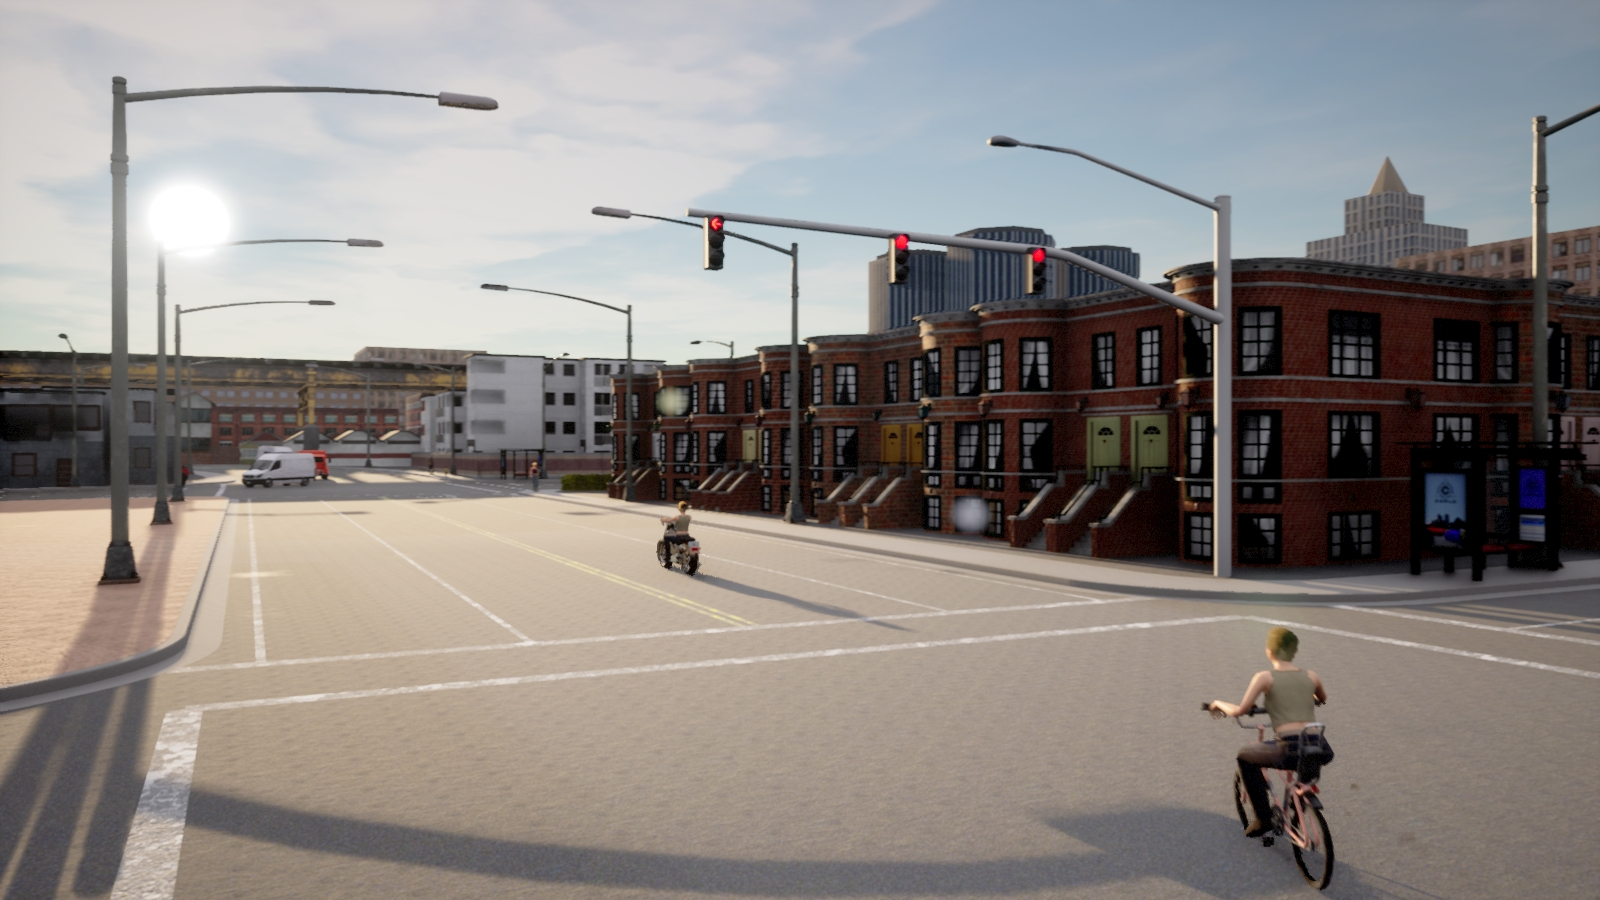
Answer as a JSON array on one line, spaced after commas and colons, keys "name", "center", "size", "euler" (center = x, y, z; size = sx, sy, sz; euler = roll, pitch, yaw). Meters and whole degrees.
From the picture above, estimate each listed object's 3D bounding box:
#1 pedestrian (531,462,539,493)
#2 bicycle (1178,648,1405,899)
[{"name": "pedestrian", "center": [-16.126, 1.666, 69.593], "size": [0.375, 1.860, 0.375], "euler": [0, 0, -27]}, {"name": "bicycle", "center": [3.266, 2.136, 7.759], "size": [0.859, 1.301, 1.487], "euler": [-2, 0, 0]}]
